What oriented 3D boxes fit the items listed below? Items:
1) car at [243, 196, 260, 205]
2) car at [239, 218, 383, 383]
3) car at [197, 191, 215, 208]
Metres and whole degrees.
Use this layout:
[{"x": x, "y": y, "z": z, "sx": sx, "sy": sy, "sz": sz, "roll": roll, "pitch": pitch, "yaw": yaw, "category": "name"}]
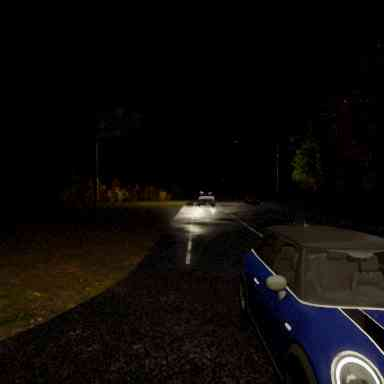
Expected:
[{"x": 9.061, "y": 1.294, "z": 50.852, "sx": 2.033, "sy": 1.411, "sz": 5.357, "roll": 0, "pitch": 0, "yaw": 1, "category": "car"}, {"x": 1.929, "y": 1.339, "z": 4.220, "sx": 2.097, "sy": 1.767, "sz": 4.553, "roll": 0, "pitch": 0, "yaw": -1, "category": "car"}, {"x": 1.860, "y": 0.997, "z": 44.440, "sx": 2.150, "sy": 2.045, "sz": 5.566, "roll": 0, "pitch": 1, "yaw": -1, "category": "car"}]
